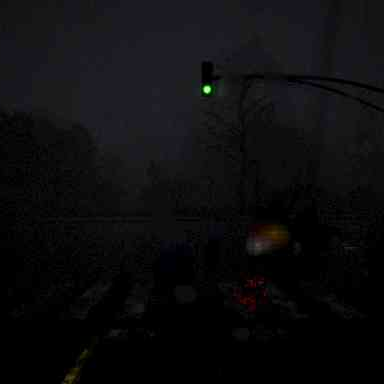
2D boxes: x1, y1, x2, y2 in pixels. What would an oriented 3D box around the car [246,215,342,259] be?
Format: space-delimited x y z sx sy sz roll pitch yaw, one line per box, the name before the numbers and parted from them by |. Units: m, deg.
car | 4.311 1.727 13.712 4.892 1.490 1.837 0 -3 -39
